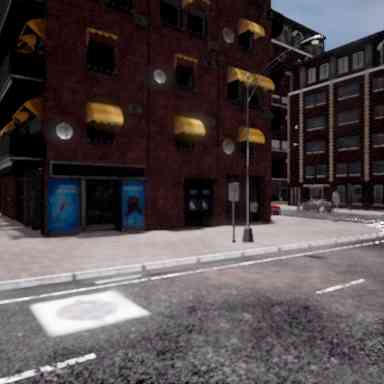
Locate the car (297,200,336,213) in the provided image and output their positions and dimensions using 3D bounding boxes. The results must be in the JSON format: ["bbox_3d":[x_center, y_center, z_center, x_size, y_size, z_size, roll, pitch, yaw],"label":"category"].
[{"bbox_3d":[13.934,1.536,37.536,2.008,1.369,4.403,1,0,-36],"label":"car"}]

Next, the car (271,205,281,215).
[{"bbox_3d":[6.780,1.519,33.046,1.887,1.381,4.507,1,0,-36],"label":"car"}]
